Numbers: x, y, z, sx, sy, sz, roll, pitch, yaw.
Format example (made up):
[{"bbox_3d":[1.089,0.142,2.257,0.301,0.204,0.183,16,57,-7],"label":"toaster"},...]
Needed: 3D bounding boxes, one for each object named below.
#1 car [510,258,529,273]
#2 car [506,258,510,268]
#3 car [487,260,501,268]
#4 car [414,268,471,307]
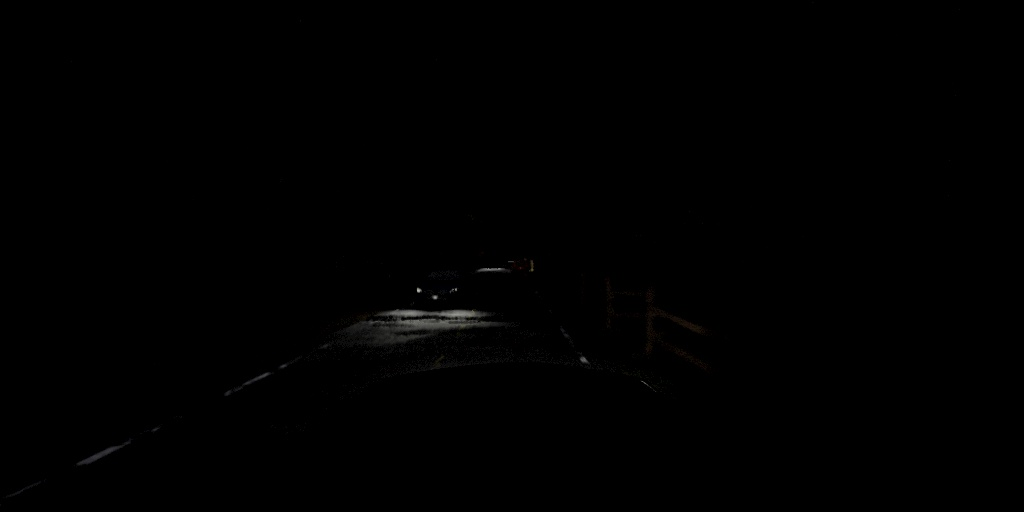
[{"bbox_3d":[0.949,1.171,41.650,1.882,1.535,5.008,0,0,0],"label":"car"},{"bbox_3d":[-0.020,1.136,60.075,2.128,1.511,4.902,0,0,0],"label":"car"},{"bbox_3d":[-2.824,1.254,56.856,1.895,1.301,4.718,0,0,1],"label":"car"},{"bbox_3d":[-2.854,1.263,15.634,1.812,1.442,4.674,0,0,0],"label":"car"}]
